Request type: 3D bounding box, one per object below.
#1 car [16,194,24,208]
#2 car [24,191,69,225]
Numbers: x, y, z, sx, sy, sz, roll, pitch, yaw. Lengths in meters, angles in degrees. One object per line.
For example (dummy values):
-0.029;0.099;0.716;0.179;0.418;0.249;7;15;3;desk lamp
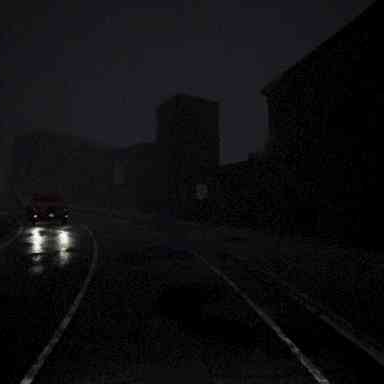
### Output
-18.411;0.928;38.728;5.566;2.045;2.150;2;-2;42;car
-10.139;1.055;23.172;2.150;2.045;5.566;2;0;-30;car
